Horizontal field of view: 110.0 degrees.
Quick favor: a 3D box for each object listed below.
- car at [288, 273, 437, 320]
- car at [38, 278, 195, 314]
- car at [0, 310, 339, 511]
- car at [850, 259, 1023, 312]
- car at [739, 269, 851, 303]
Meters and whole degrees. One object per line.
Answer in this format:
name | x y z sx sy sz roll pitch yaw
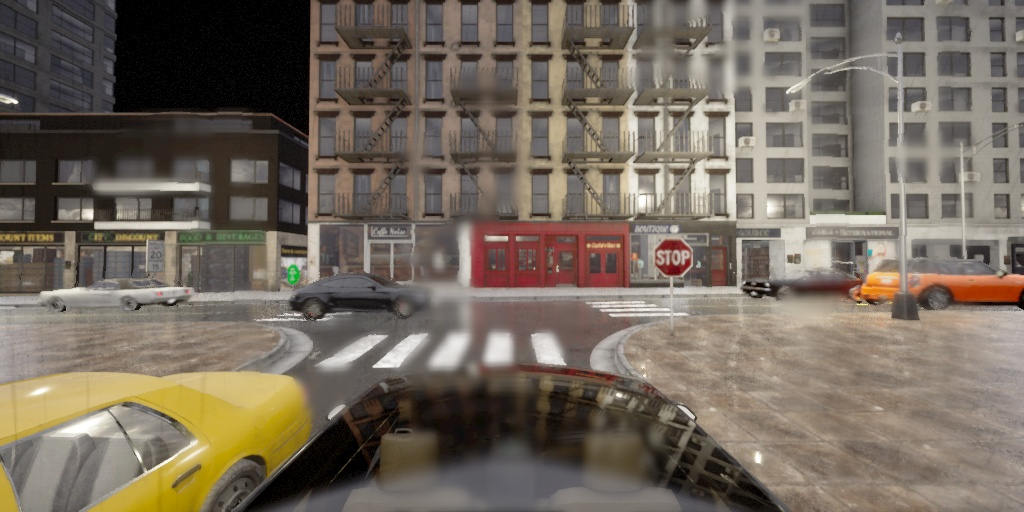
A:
car | -4.900 1.304 12.019 4.674 1.442 1.812 -1 -1 0
car | -16.341 1.612 14.929 4.718 1.301 1.895 -1 -1 0
car | -2.636 1.275 1.175 1.751 1.417 4.829 0 0 0
car | 14.820 0.880 12.129 4.553 1.767 2.097 -1 -1 0
car | 12.329 1.222 15.025 4.718 1.301 1.895 -1 -1 0
